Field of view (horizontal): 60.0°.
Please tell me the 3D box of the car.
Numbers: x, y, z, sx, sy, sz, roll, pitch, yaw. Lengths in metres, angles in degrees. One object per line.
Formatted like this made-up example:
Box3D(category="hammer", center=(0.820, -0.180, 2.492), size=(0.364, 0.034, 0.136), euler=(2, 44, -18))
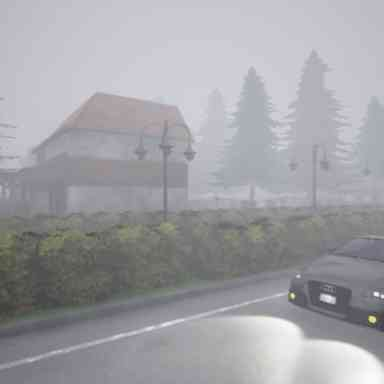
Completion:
Box3D(category="car", center=(3.875, 1.618, 6.756), size=(4.181, 1.385, 1.994), euler=(1, 0, -37))
